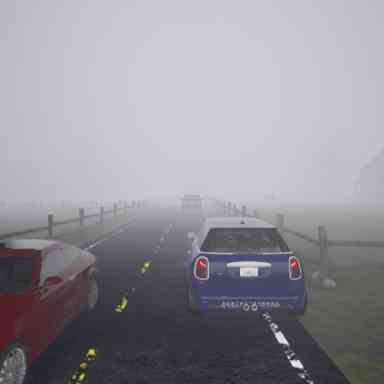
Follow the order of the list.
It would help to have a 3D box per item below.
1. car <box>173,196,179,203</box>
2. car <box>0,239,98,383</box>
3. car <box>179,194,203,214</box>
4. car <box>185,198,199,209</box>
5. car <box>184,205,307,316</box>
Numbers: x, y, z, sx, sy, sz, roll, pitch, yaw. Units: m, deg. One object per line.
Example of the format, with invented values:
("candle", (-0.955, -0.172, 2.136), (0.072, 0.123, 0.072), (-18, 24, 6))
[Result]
("car", (-2.887, 1.540, 69.491), (2.128, 1.511, 4.902), (0, 0, 0))
("car", (-2.761, 1.525, 4.997), (1.812, 1.442, 4.674), (0, 0, 0))
("car", (0.000, 1.234, 35.701), (2.150, 2.045, 5.566), (0, 0, 0))
("car", (-0.042, 1.548, 46.346), (1.812, 1.442, 4.674), (0, 0, 0))
("car", (0.946, 1.351, 7.667), (2.097, 1.767, 4.553), (0, 0, 0))
